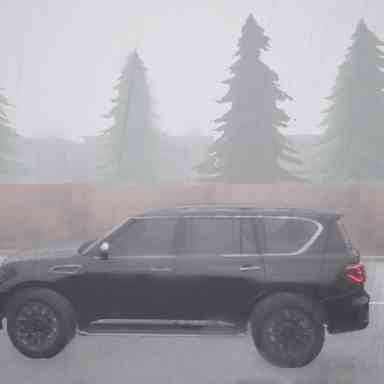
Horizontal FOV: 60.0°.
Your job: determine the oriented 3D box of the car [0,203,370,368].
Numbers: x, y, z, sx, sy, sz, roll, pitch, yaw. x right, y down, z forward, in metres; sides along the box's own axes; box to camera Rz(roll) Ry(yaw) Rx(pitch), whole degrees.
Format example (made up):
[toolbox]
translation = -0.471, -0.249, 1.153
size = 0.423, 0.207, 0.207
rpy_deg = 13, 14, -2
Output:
[car]
translation = -0.229, 1.215, 5.349
size = 5.566, 2.045, 2.150
rpy_deg = 0, 0, 4
